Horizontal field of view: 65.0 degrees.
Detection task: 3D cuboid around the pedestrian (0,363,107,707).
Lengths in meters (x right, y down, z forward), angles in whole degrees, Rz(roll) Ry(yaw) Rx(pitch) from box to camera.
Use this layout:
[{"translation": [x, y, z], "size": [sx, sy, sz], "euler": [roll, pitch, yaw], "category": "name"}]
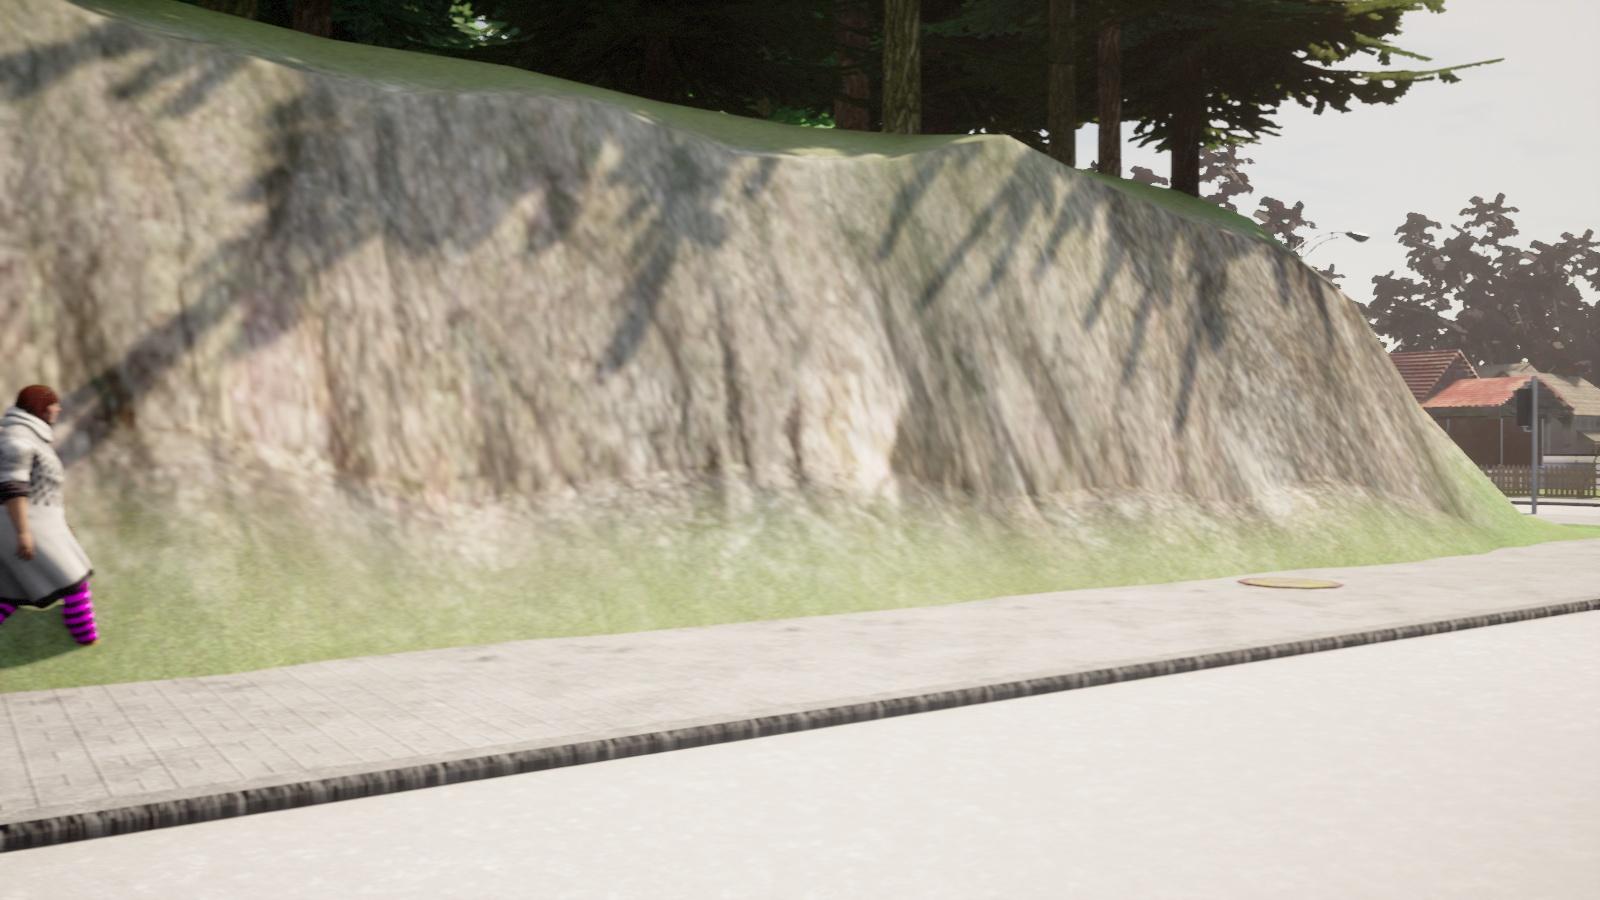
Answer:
[{"translation": [-4.648, 0.483, 7.455], "size": [0.873, 1.952, 0.659], "euler": [0, 0, -35], "category": "pedestrian"}]
